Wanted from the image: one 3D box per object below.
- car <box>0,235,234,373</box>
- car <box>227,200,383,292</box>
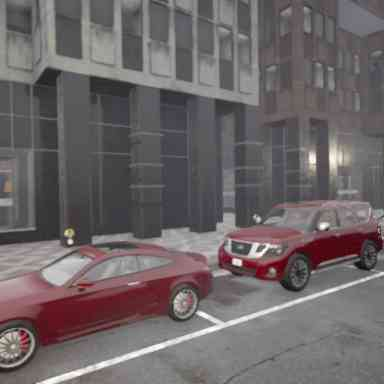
[{"bbox_3d":[-1.526,1.548,5.550,4.206,1.307,1.802,-1,1,-35],"label":"car"},{"bbox_3d":[3.049,1.186,8.774,5.009,1.841,2.192,-1,1,-35],"label":"car"}]
